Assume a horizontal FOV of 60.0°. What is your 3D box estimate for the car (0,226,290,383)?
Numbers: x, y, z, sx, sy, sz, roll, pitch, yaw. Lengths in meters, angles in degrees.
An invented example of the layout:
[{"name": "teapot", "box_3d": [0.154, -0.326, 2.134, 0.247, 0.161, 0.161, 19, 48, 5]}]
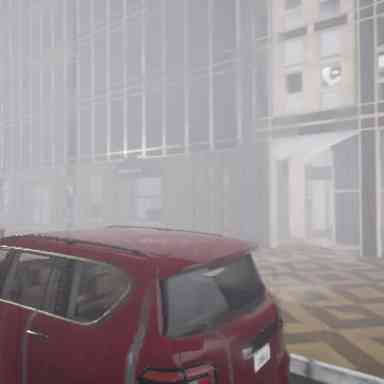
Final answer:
[{"name": "car", "box_3d": [-1.417, 1.338, 3.891, 5.009, 1.841, 2.192, 0, -1, 36]}]
